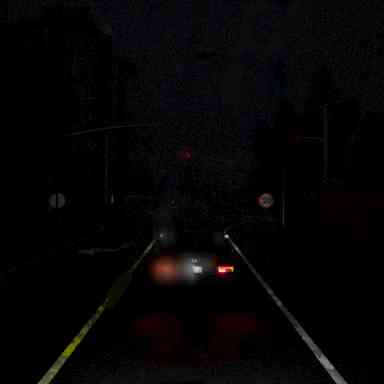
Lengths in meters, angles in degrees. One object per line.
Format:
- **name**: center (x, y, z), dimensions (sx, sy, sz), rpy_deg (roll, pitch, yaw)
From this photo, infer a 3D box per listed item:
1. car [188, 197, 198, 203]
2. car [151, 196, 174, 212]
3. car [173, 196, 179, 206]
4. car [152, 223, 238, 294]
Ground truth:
- **car**: center (0.219, 1.600, 69.713), dimensions (1.895, 1.301, 4.718), rpy_deg (0, 0, 0)
- **car**: center (-3.543, 1.547, 38.574), dimensions (2.033, 1.411, 5.357), rpy_deg (0, 0, 1)
- **car**: center (-3.501, 1.505, 52.991), dimensions (1.837, 1.490, 4.892), rpy_deg (0, 0, 0)
- **car**: center (0.074, 1.547, 8.941), dimensions (2.033, 1.411, 5.357), rpy_deg (0, 0, 0)
